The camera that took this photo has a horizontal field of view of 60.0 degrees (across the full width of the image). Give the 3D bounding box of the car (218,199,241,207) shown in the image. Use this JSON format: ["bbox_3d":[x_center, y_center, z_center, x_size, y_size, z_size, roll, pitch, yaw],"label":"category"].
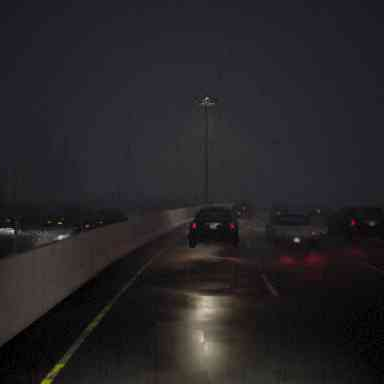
[{"bbox_3d":[6.976,1.966,61.199,2.033,1.411,5.357,0,0,33],"label":"car"}]

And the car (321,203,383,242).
[{"bbox_3d":[8.383,1.469,16.981,2.097,1.767,4.553,0,0,9],"label":"car"}]

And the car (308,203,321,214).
[{"bbox_3d":[12.636,1.792,33.293,1.994,1.385,4.181,0,0,20],"label":"car"}]

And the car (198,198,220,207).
[{"bbox_3d":[3.164,1.926,61.667,1.837,1.490,4.892,-1,-1,32],"label":"car"}]

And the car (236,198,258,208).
[{"bbox_3d":[9.799,1.895,59.103,2.128,1.511,4.902,0,0,34],"label":"car"}]

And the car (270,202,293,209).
[{"bbox_3d":[8.793,1.730,32.914,1.837,1.490,4.892,0,0,18],"label":"car"}]

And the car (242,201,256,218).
[{"bbox_3d":[5.164,1.731,33.060,1.837,1.490,4.892,0,0,18],"label":"car"}]

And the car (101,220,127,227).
[{"bbox_3d":[-5.428,1.704,20.290,1.994,1.385,4.181,0,0,10],"label":"car"}]

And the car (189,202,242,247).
[{"bbox_3d":[1.137,1.461,15.786,2.097,1.767,4.553,0,0,7],"label":"car"}]

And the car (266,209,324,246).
[{"bbox_3d":[4.647,1.711,15.984,1.895,1.301,4.718,0,0,8],"label":"car"}]
